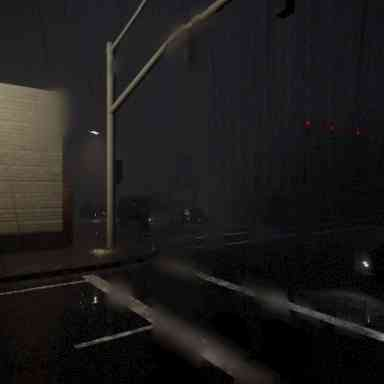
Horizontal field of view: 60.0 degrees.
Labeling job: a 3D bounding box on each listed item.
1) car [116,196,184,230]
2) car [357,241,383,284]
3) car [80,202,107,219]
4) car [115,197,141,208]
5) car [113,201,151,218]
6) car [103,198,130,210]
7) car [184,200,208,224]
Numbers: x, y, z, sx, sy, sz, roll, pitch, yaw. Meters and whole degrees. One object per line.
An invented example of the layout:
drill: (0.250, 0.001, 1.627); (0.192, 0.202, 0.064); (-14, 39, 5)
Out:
car: (-3.165, 1.277, 22.295); (2.150, 2.045, 5.566); (0, 0, -36)
car: (6.497, 1.573, 8.630); (5.357, 1.411, 2.033); (0, 0, -36)
car: (-8.635, 1.619, 29.959); (1.994, 1.385, 4.181); (0, 0, -35)
car: (-9.577, 1.560, 49.634); (1.837, 1.490, 4.892); (0, 0, -37)
car: (-5.822, 1.619, 32.036); (1.994, 1.385, 4.181); (0, 0, -35)
car: (-10.205, 1.581, 44.445); (1.812, 1.442, 4.674); (0, 0, -36)
car: (-0.799, 1.407, 25.010); (2.097, 1.767, 4.553); (0, 0, -36)
